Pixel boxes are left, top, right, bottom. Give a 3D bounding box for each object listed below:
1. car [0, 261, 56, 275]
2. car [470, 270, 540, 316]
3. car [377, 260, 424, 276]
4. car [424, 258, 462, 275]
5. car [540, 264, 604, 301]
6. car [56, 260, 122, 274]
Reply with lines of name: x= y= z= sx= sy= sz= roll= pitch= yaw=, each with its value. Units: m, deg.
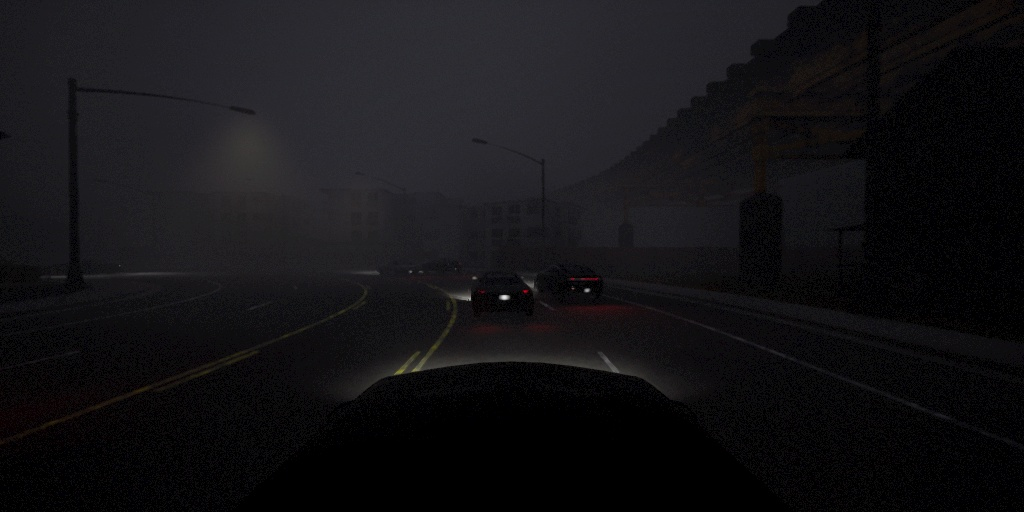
car: x=-42.220 y=1.033 z=30.240 sx=4.718 sy=1.301 sz=1.895 roll=0 pitch=1 yaw=2
car: x=-0.463 y=1.191 z=12.751 sx=1.994 sy=1.385 sz=4.181 roll=0 pitch=1 yaw=-7
car: x=-10.027 y=1.019 z=31.444 sx=4.718 sy=1.301 sz=1.895 roll=1 pitch=1 yaw=45
car: x=-6.460 y=0.896 z=32.661 sx=2.128 sy=1.511 sz=4.902 roll=0 pitch=1 yaw=-42
car: x=2.411 y=1.081 z=16.160 sx=2.128 sy=1.511 sz=4.902 roll=0 pitch=1 yaw=-11
car: x=-39.698 y=0.995 z=33.658 sx=4.718 sy=1.301 sz=1.895 roll=0 pitch=1 yaw=2
